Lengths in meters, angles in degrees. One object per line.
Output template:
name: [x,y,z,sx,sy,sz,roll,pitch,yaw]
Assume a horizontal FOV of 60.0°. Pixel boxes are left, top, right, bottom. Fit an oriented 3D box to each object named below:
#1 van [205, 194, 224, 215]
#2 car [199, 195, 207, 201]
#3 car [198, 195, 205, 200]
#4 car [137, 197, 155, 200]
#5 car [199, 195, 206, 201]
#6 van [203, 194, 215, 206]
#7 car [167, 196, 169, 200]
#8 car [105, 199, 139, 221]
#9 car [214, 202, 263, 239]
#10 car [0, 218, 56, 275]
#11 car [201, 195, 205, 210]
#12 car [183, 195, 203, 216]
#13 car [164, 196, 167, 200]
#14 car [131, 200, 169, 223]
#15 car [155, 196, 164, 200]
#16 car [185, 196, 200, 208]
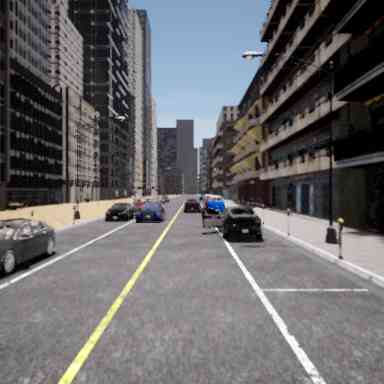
van: [2.700,1.297,37.846,1.690,1.788,3.998,0,0,0]
car: [2.716,1.510,82.029,1.947,1.339,4.313,0,0,0]
car: [2.719,1.475,93.244,1.752,1.417,4.829,0,0,0]
car: [-5.681,1.396,37.850,1.967,1.590,4.097,0,0,0]
car: [2.718,1.472,87.721,1.752,1.417,4.829,0,0,0]
van: [2.706,1.289,54.413,1.690,1.788,3.998,0,0,0]
car: [-5.673,1.387,59.941,1.967,1.590,4.097,0,0,0]
car: [-5.684,1.531,26.803,1.947,1.339,4.313,0,0,0]
car: [2.361,1.481,17.130,1.837,1.490,4.892,0,0,0]
car: [-5.690,1.537,10.235,2.008,1.369,4.403,0,0,0]
car: [2.705,1.495,48.891,1.887,1.381,4.507,0,0,0]
car: [0.042,1.462,37.558,1.837,1.490,4.892,0,0,0]
car: [-5.675,1.499,54.418,2.008,1.369,4.403,0,0,0]
car: [-3.089,1.530,25.424,1.994,1.385,4.181,0,0,0]
car: [-5.676,1.501,48.894,2.008,1.369,4.403,0,0,0]
car: [0.024,1.443,49.174,2.128,1.511,4.902,0,0,0]
